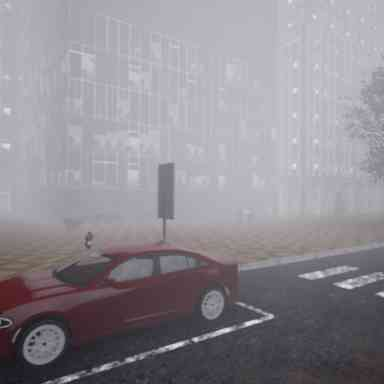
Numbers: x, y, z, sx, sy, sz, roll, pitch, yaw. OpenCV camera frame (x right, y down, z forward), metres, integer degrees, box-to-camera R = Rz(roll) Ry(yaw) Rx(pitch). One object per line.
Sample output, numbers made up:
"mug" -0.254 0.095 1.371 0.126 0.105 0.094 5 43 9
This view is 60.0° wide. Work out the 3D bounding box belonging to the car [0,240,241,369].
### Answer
"car" -1.161 1.574 5.733 4.507 1.381 1.887 1 -1 -36
